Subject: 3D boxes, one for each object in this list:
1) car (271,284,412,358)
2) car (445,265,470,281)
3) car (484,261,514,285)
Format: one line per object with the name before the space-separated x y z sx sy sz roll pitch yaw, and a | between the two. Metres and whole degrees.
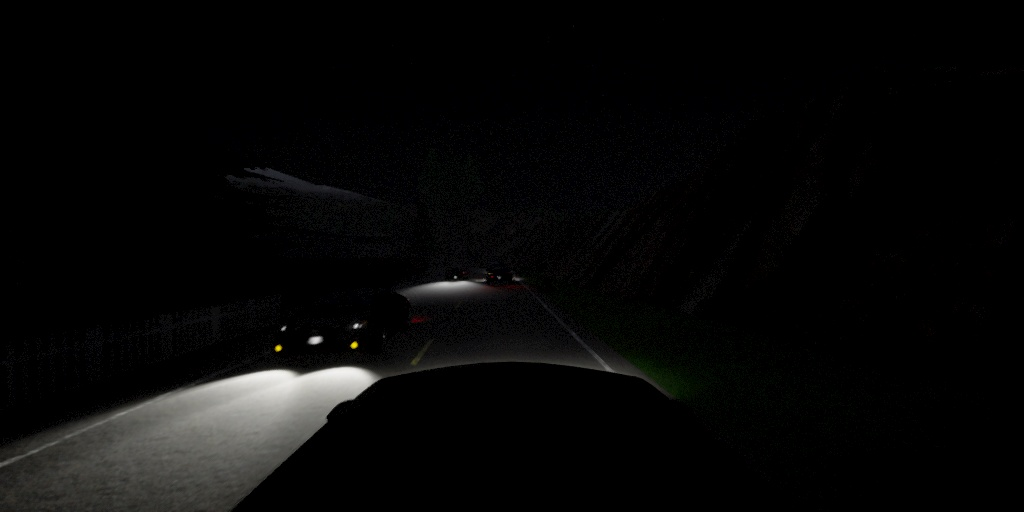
car | -3.828 1.418 8.811 1.994 1.385 4.181 -2 0 -3
car | -4.894 1.498 32.670 1.895 1.301 4.718 -2 0 -2
car | -0.972 1.310 26.926 1.812 1.442 4.674 -2 0 -3
